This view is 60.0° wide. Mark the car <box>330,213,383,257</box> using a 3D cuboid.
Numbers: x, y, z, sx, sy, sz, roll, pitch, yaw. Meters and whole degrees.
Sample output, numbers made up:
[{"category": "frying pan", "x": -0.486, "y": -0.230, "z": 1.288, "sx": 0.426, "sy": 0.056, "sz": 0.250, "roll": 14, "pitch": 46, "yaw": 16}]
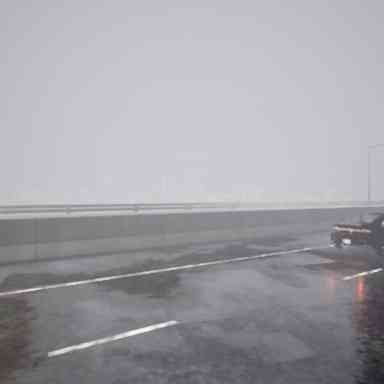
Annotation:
[{"category": "car", "x": 7.597, "y": 1.587, "z": 13.364, "sx": 4.902, "sy": 1.511, "sz": 2.128, "roll": 0, "pitch": 0, "yaw": -34}]
